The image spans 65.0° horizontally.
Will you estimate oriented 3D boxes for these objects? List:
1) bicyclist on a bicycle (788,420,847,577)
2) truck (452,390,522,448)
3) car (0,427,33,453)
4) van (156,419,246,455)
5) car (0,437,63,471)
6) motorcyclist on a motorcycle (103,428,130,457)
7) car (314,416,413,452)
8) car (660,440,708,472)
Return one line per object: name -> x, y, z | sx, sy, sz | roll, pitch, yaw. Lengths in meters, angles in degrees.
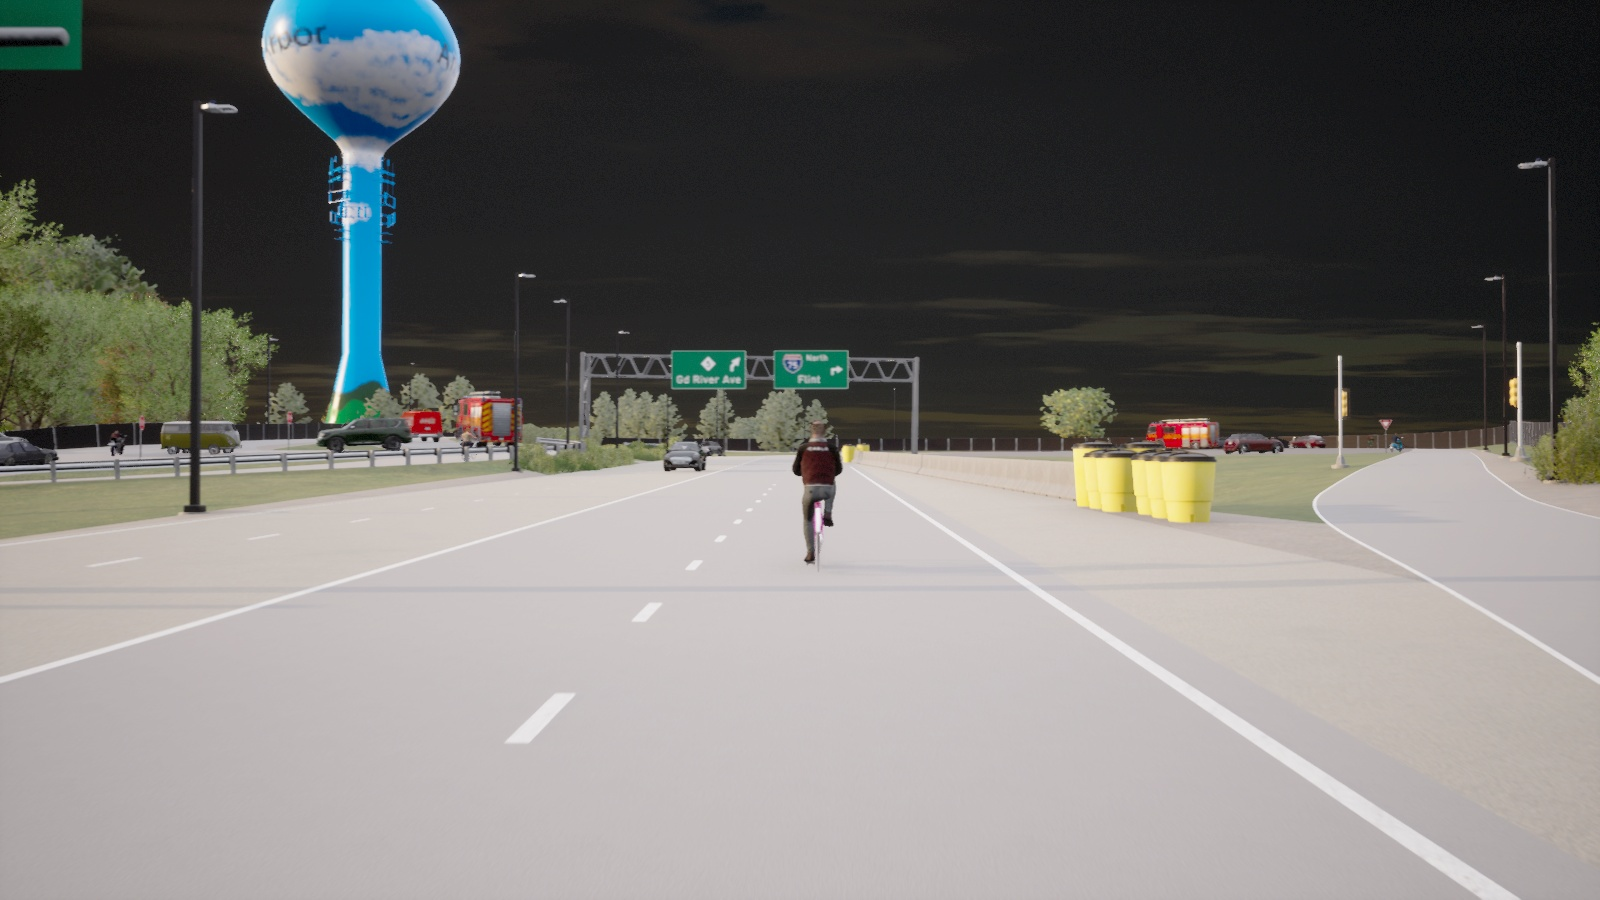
bicyclist on a bicycle -> 0.211, 0.539, 15.151 | 0.659, 1.776, 1.843 | 0, 0, 1
truck -> -22.124, -2.197, 88.435 | 2.891, 3.827, 8.468 | 1, 1, -27
car -> -48.677, -0.561, 75.536 | 3.806, 1.475, 1.970 | -2, 2, -12
van -> -35.353, -0.781, 74.193 | 4.442, 1.987, 1.775 | 0, 3, 5
car -> -39.413, 0.175, 62.596 | 2.033, 1.411, 5.357 | 0, 3, 1
motorcyclist on a motorcycle -> -39.891, -0.444, 73.297 | 0.866, 1.530, 2.191 | -2, 3, -15
car -> -26.897, -1.004, 77.415 | 5.566, 2.045, 2.150 | -2, 3, -25
car -> -6.150, 0.310, 66.960 | 2.033, 1.649, 4.856 | 0, 0, 1
